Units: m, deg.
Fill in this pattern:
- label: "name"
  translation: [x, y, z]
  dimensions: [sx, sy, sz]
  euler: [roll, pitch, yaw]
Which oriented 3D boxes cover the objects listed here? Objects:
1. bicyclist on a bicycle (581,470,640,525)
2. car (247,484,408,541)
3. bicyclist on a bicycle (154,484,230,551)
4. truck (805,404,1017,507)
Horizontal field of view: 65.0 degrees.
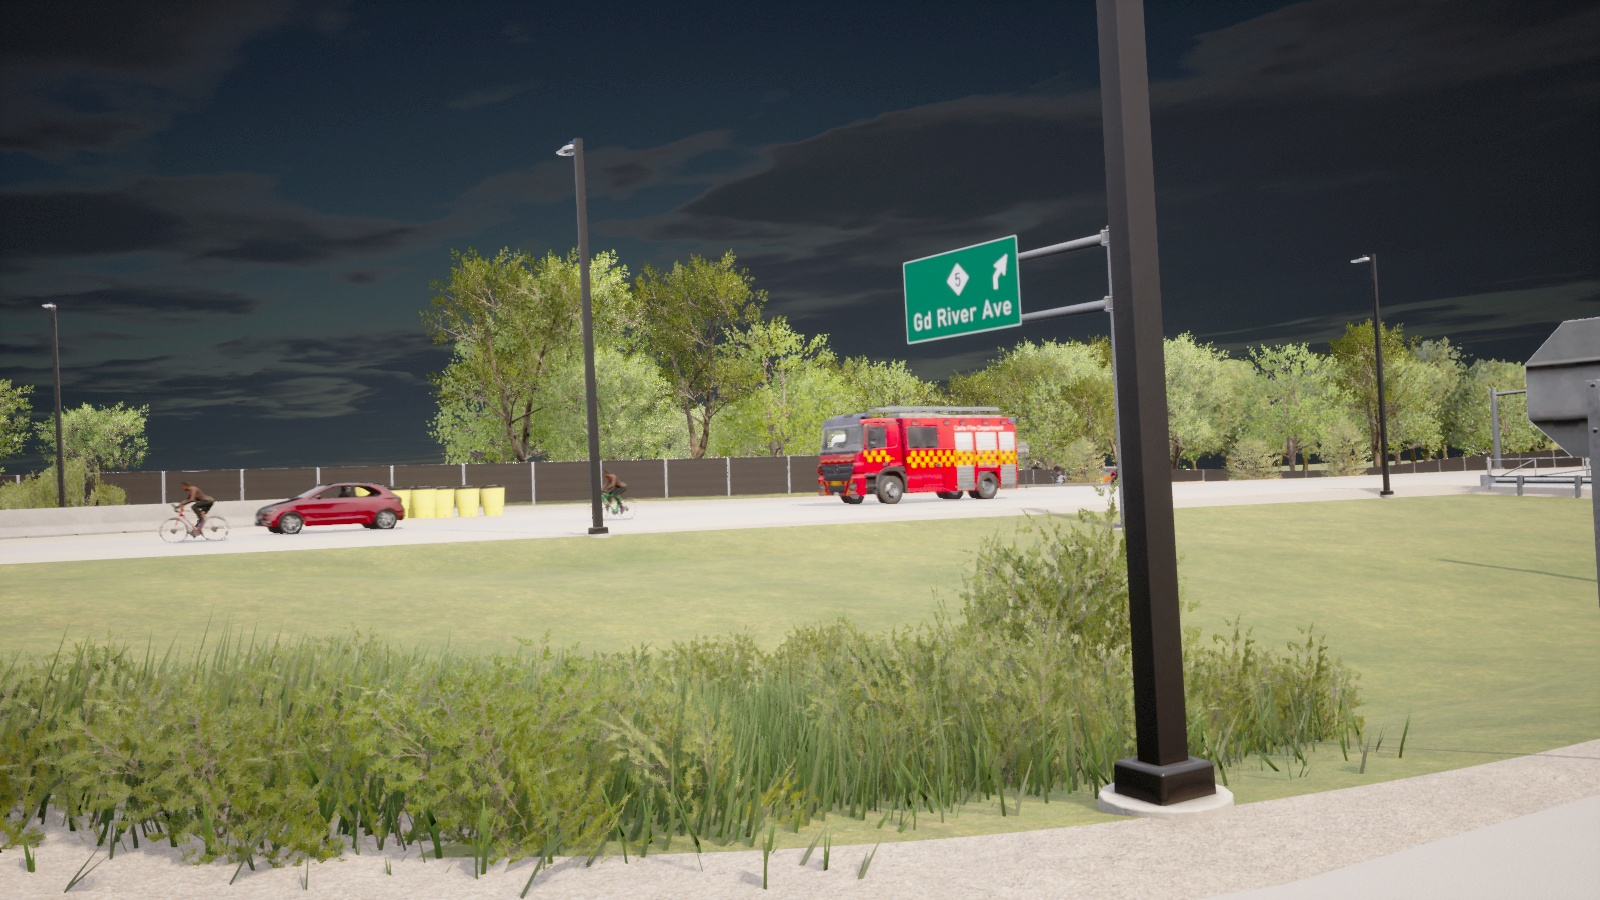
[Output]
- label: "bicyclist on a bicycle"
  translation: [-5.925, 1.475, 39.297]
  dimensions: [1.656, 1.620, 0.582]
  euler: [-2, -1, -35]
- label: "car"
  translation: [-14.199, 1.862, 37.822]
  dimensions: [4.193, 1.474, 1.816]
  euler: [-2, -2, -35]
- label: "bicyclist on a bicycle"
  translation: [-15.738, 1.740, 32.510]
  dimensions: [1.656, 1.620, 0.582]
  euler: [-2, -1, -35]
- label: "truck"
  translation: [4.587, 0.174, 50.864]
  dimensions: [8.468, 3.827, 2.891]
  euler: [-2, -2, -34]
